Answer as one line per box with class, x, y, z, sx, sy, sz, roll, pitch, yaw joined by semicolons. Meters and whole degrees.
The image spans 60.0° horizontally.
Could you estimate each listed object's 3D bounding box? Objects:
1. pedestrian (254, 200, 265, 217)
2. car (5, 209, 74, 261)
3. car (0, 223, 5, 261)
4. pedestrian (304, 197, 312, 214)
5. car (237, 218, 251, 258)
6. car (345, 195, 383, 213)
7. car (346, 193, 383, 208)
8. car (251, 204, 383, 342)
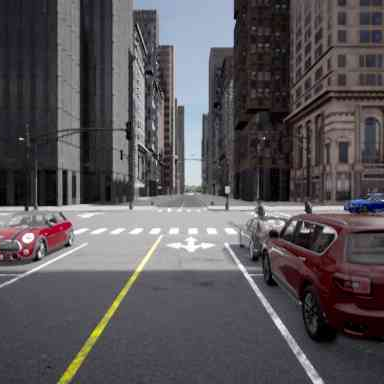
pedestrian;3.594;1.277;17.491;0.375;1.860;0.375;0;0;0
car;-5.799;1.428;11.983;1.967;1.590;4.097;0;0;0
car;-5.783;1.519;6.211;1.752;1.417;4.829;0;0;0
pedestrian;6.356;1.130;18.096;0.375;1.860;0.375;0;0;0
car;2.727;1.539;12.008;2.008;1.369;4.403;0;0;0
car;18.441;1.247;34.128;4.553;1.767;2.097;0;0;0
car;17.169;1.134;30.875;5.566;2.045;2.150;0;0;0
car;2.741;1.309;6.406;2.192;1.841;5.009;0;0;0
